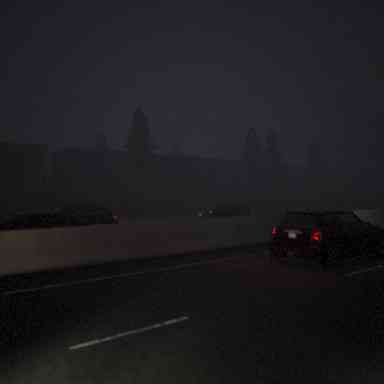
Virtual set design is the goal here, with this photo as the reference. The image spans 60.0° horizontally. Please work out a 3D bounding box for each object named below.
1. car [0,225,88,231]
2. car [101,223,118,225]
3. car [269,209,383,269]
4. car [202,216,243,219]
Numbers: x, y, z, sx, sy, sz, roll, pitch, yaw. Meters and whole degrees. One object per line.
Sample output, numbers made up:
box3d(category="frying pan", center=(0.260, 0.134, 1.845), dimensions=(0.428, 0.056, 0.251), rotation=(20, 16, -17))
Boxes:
box3d(category="car", center=(-6.299, 1.503, 12.398), dimensions=(4.892, 1.490, 1.837), rotation=(-1, 0, -36))
box3d(category="car", center=(-6.142, 1.354, 16.809), dimensions=(4.553, 1.767, 2.097), rotation=(0, 0, -36))
box3d(category="car", center=(4.819, 1.359, 11.486), dimensions=(4.553, 1.767, 2.097), rotation=(0, 0, -35))
box3d(category="car", center=(2.658, 1.502, 27.389), dimensions=(4.902, 1.511, 2.128), rotation=(0, 0, -36))
